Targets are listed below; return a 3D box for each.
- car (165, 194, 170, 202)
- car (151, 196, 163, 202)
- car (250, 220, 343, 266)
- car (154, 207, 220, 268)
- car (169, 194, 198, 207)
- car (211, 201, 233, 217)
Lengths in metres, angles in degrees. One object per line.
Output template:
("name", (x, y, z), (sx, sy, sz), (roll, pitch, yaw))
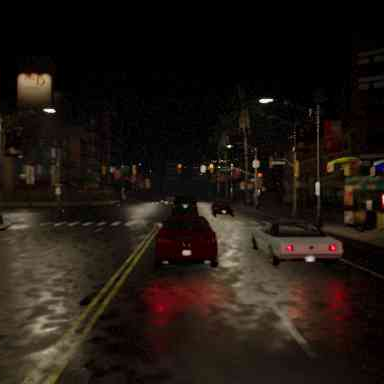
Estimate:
("car", (-5.510, 1.579, 82.690), (2.097, 1.767, 4.553), (0, 0, -1))
("car", (-8.996, 1.772, 82.107), (2.033, 1.411, 5.357), (0, 0, -1))
("car", (3.310, 1.620, 11.634), (1.895, 1.301, 4.718), (0, 0, -1))
("car", (-0.190, 1.508, 11.495), (1.882, 1.535, 5.008), (0, 0, -1))
("car", (-0.654, 1.298, 29.973), (2.150, 2.045, 5.566), (0, 0, -2))
("car", (2.829, 1.597, 32.015), (1.812, 1.442, 4.674), (0, 0, -1))
